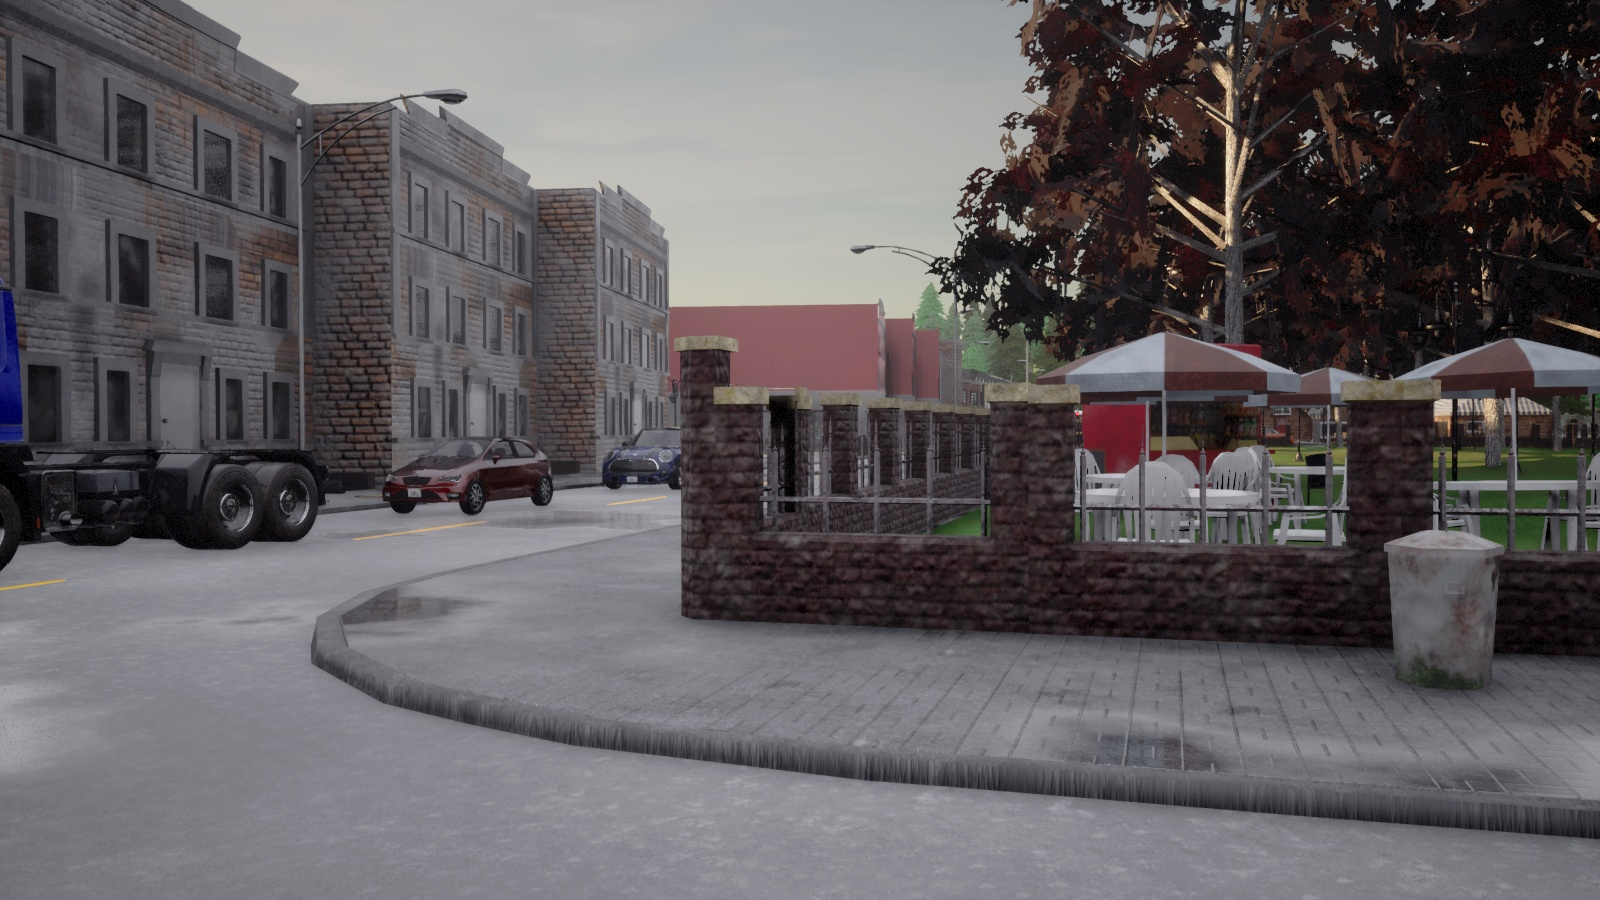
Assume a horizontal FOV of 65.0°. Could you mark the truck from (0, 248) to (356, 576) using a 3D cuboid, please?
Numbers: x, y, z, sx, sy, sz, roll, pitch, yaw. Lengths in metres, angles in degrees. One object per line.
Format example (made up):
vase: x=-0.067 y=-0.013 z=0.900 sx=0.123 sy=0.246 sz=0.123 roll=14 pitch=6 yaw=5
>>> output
truck: x=-9.261 y=-0.441 z=15.699 sx=2.891 sy=3.462 sz=7.936 roll=0 pitch=1 yaw=16

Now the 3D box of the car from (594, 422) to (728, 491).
car: x=-3.740 y=0.116 z=34.691 sx=2.097 sy=1.767 sz=4.553 roll=0 pitch=1 yaw=16

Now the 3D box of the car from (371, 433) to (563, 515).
car: x=-6.526 y=0.413 z=25.123 sx=1.816 sy=1.474 sz=4.193 roll=0 pitch=1 yaw=16
